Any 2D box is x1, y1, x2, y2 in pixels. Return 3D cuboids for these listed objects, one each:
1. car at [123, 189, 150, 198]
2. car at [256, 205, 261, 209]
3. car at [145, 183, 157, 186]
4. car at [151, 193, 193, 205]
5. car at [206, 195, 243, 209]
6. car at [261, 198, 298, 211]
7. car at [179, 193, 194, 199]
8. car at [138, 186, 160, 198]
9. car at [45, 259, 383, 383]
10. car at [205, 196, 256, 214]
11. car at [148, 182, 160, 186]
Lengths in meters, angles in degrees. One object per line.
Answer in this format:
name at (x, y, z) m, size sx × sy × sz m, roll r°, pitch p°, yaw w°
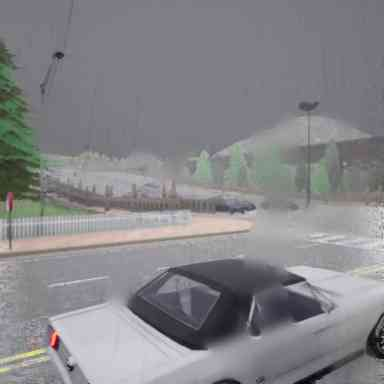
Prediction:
car at (-8.587, 0.731, 49.330) m, size 1.837 × 1.490 × 4.892 m, roll 0°, pitch 4°, yaw -36°
car at (5.058, 1.373, 36.484) m, size 1.994 × 1.385 × 4.181 m, roll 0°, pitch 0°, yaw -36°
car at (-8.290, -0.162, 60.990) m, size 1.837 × 1.490 × 4.892 m, roll 0°, pitch 7°, yaw -35°
car at (-2.559, 1.285, 41.000) m, size 2.033 × 1.411 × 5.357 m, roll 0°, pitch 2°, yaw -36°
car at (4.198, 1.214, 43.612) m, size 1.882 × 1.535 × 5.008 m, roll 0°, pitch 1°, yaw -36°
car at (9.474, 1.354, 36.366) m, size 1.994 × 1.385 × 4.181 m, roll 0°, pitch 0°, yaw -36°
car at (-0.788, 1.223, 44.521) m, size 1.994 × 1.385 × 4.181 m, roll 0°, pitch 2°, yaw -36°
car at (-6.659, 0.439, 52.644) m, size 2.097 × 1.767 × 4.553 m, roll 0°, pitch 5°, yaw -36°
car at (0.805, 1.579, 4.275) m, size 4.718 × 1.301 × 1.895 m, roll 0°, pitch 0°, yaw -34°
car at (3.355, 1.385, 32.873) m, size 2.033 × 1.411 × 5.357 m, roll 0°, pitch 0°, yaw -36°
car at (-8.880, -1.518, 73.822) m, size 2.128 × 1.511 × 4.902 m, roll 0°, pitch 8°, yaw -36°
